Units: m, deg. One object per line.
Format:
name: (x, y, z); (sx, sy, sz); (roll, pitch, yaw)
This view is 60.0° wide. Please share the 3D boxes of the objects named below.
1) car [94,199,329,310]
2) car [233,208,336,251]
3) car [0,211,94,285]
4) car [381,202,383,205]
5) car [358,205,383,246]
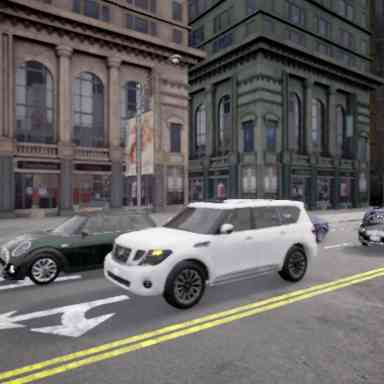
car: (0.754, 1.218, 8.206); (5.566, 2.045, 2.150); (0, 0, -35)
car: (4.157, 1.518, 14.612); (4.674, 1.442, 1.812); (0, 0, -35)
car: (-2.946, 1.350, 9.598); (4.553, 1.767, 2.097); (0, 0, -35)
car: (12.518, 1.337, 20.479); (4.553, 1.767, 2.097); (0, 0, -36)
car: (8.948, 1.481, 14.014); (4.902, 1.511, 2.128); (0, 0, -35)
